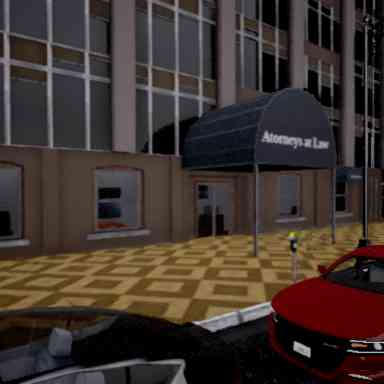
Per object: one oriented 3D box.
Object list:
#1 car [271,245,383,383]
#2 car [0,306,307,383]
[{"bbox_3d":[3.086,1.535,5.048,4.507,1.381,1.887,0,0,-35],"label":"car"},{"bbox_3d":[-1.572,1.547,1.791,4.313,1.339,1.947,0,0,-35],"label":"car"}]
